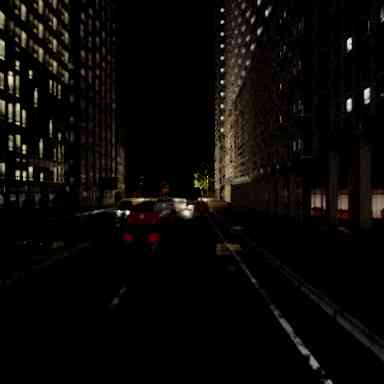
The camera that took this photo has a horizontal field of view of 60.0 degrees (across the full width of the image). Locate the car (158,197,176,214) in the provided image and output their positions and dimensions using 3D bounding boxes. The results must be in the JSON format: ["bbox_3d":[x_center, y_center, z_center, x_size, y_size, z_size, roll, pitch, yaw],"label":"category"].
[{"bbox_3d":[-3.157,1.583,40.321,2.150,2.045,5.566,0,0,0],"label":"car"}]

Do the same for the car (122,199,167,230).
[{"bbox_3d":[-3.155,1.561,23.059,2.097,1.767,4.553,0,-1,0],"label":"car"}]

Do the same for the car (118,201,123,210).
[{"bbox_3d":[-9.820,1.964,49.859,1.812,1.442,4.674,0,0,0],"label":"car"}]

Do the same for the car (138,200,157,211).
[{"bbox_3d":[-6.571,1.931,49.854,2.128,1.511,4.902,0,0,0],"label":"car"}]

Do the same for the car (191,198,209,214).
[{"bbox_3d":[1.128,1.847,41.340,1.882,1.535,5.008,0,0,0],"label":"car"}]

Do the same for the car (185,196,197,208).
[{"bbox_3d":[-0.012,1.748,59.493,2.150,2.045,5.566,0,0,0],"label":"car"}]
